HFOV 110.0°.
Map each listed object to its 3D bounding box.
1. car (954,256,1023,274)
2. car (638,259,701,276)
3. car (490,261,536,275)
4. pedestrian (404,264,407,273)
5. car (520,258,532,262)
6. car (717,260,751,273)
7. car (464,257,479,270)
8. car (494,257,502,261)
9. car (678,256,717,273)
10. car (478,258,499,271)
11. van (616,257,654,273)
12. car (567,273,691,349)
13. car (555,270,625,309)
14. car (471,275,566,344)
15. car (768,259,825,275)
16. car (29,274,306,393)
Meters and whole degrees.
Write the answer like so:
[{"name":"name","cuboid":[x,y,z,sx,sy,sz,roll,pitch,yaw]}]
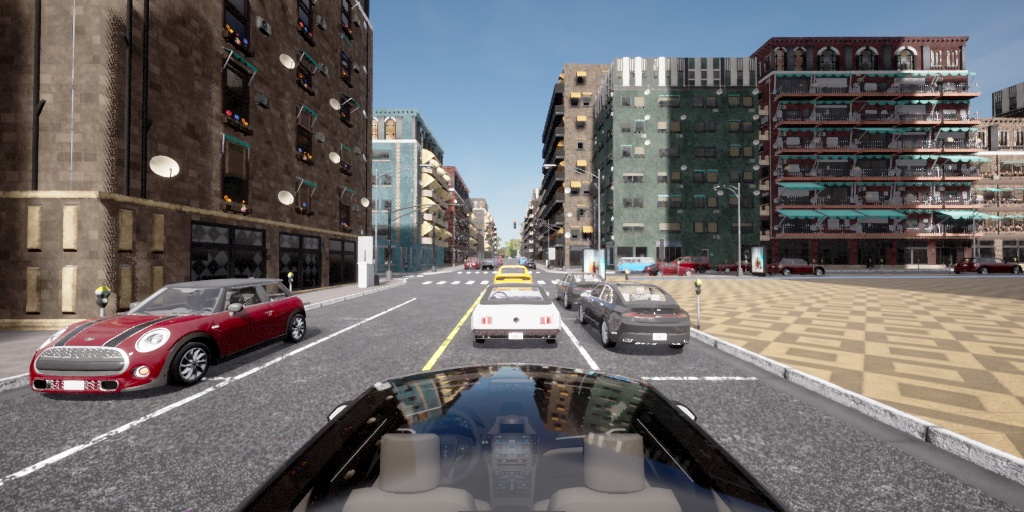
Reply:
[{"name":"car","cuboid":[41.281,0.811,31.093,4.097,1.591,1.967,0,0,0]},{"name":"car","cuboid":[13.644,1.163,31.231,4.207,1.307,1.802,0,0,0]},{"name":"car","cuboid":[0.055,1.233,19.047,1.882,1.535,5.008,0,0,0]},{"name":"pedestrian","cuboid":[-12.618,1.097,42.705,0.375,1.860,0.375,0,0,0]},{"name":"car","cuboid":[2.580,1.334,52.773,1.948,1.339,4.313,0,0,0]},{"name":"car","cuboid":[24.743,1.165,39.556,4.507,1.381,1.888,0,0,0]},{"name":"car","cuboid":[-5.801,1.083,52.794,2.192,1.841,5.009,0,0,0]},{"name":"car","cuboid":[-3.211,1.319,60.157,2.033,1.411,5.357,0,0,0]},{"name":"car","cuboid":[19.215,0.977,39.583,5.009,1.841,2.192,0,0,0]},{"name":"car","cuboid":[-3.222,1.368,50.464,1.895,1.301,4.718,0,0,1]},{"name":"van","cuboid":[13.688,1.046,39.611,3.998,1.789,1.690,0,0,0]},{"name":"car","cuboid":[2.805,1.303,9.011,2.007,1.370,4.403,0,0,0]},{"name":"car","cuboid":[2.793,1.304,14.580,2.007,1.370,4.403,0,0,0]},{"name":"car","cuboid":[0.082,1.353,9.593,1.895,1.301,4.718,0,0,0]},{"name":"car","cuboid":[24.699,0.936,31.176,4.097,1.591,1.967,0,0,0]},{"name":"car","cuboid":[-5.830,1.191,6.756,1.967,1.591,4.097,0,0,0]}]
